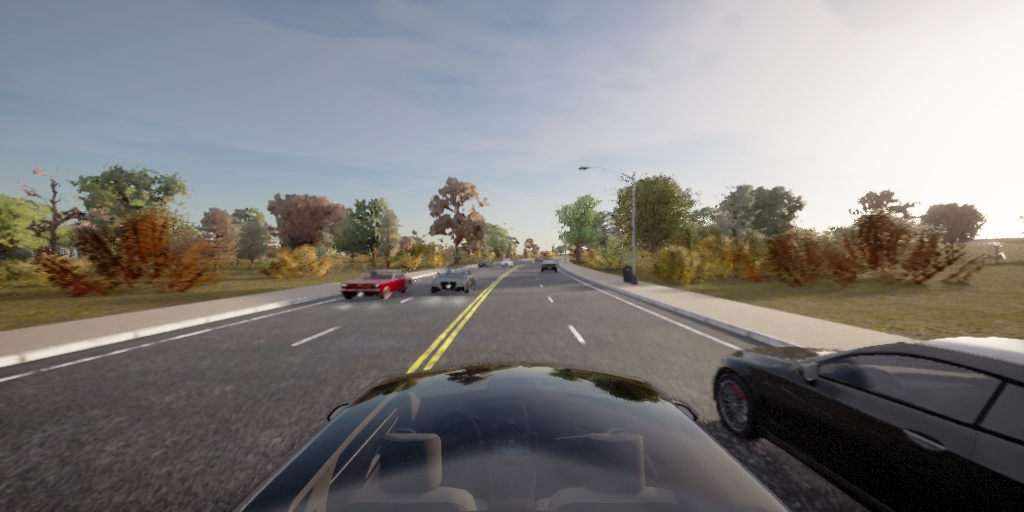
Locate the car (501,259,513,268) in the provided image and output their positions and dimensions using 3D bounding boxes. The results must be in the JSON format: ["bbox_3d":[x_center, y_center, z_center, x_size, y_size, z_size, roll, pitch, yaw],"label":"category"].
[{"bbox_3d":[-0.809,1.212,61.282,1.812,1.442,4.674,0,0,5],"label":"car"}]

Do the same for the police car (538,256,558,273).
[{"bbox_3d":[4.471,1.154,43.695,1.930,1.638,5.238,0,0,3],"label":"police car"}]

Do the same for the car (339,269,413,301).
[{"bbox_3d":[-6.422,1.333,17.480,1.895,1.301,4.718,0,0,1],"label":"car"}]

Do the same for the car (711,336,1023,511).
[{"bbox_3d":[3.350,1.284,2.440,1.812,1.442,4.674,0,0,0],"label":"car"}]

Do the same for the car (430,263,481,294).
[{"bbox_3d":[-3.104,1.303,19.762,1.994,1.385,4.181,0,0,2],"label":"car"}]

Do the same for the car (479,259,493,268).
[{"bbox_3d":[-4.287,1.250,58.617,1.994,1.385,4.181,0,0,5],"label":"car"}]
